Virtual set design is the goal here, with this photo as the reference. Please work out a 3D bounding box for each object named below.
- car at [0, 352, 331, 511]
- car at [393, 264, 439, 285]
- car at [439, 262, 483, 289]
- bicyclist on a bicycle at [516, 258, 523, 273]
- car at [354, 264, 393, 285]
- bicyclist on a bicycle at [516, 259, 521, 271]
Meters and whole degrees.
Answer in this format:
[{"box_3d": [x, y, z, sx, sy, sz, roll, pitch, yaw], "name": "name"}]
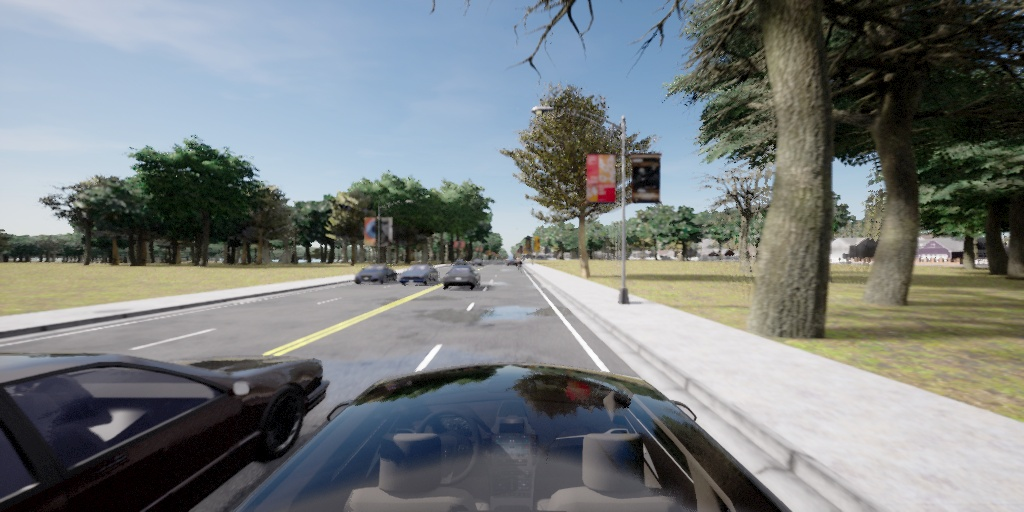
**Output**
[{"box_3d": [-3.148, 1.298, 1.927, 2.033, 1.411, 5.357, 0, 0, 0], "name": "car"}, {"box_3d": [-6.598, 1.295, 26.072, 2.033, 1.411, 5.357, 0, 0, 0], "name": "car"}, {"box_3d": [-3.150, 1.313, 23.091, 1.994, 1.385, 4.181, 0, 0, 0], "name": "car"}, {"box_3d": [0.893, 1.120, 39.925, 0.659, 1.776, 1.843, 0, 0, 0], "name": "bicyclist on a bicycle"}, {"box_3d": [-9.845, 1.312, 26.234, 1.994, 1.385, 4.181, 0, 0, 0], "name": "car"}, {"box_3d": [0.893, 1.207, 49.038, 0.582, 1.620, 1.656, 0, 0, 0], "name": "bicyclist on a bicycle"}]
